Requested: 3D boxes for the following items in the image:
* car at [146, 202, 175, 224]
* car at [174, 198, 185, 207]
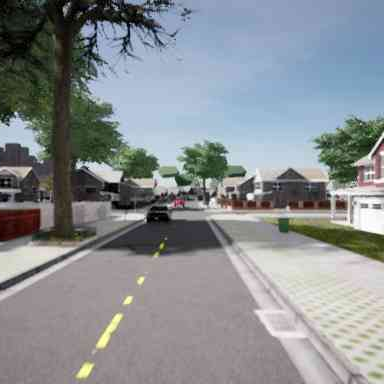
[{"bbox_3d":[-2.800,1.883,28.968,1.882,1.535,5.008,0,-1,1],"label":"car"},{"bbox_3d":[-2.736,2.251,72.362,2.150,2.045,5.566,0,-1,0],"label":"car"}]
